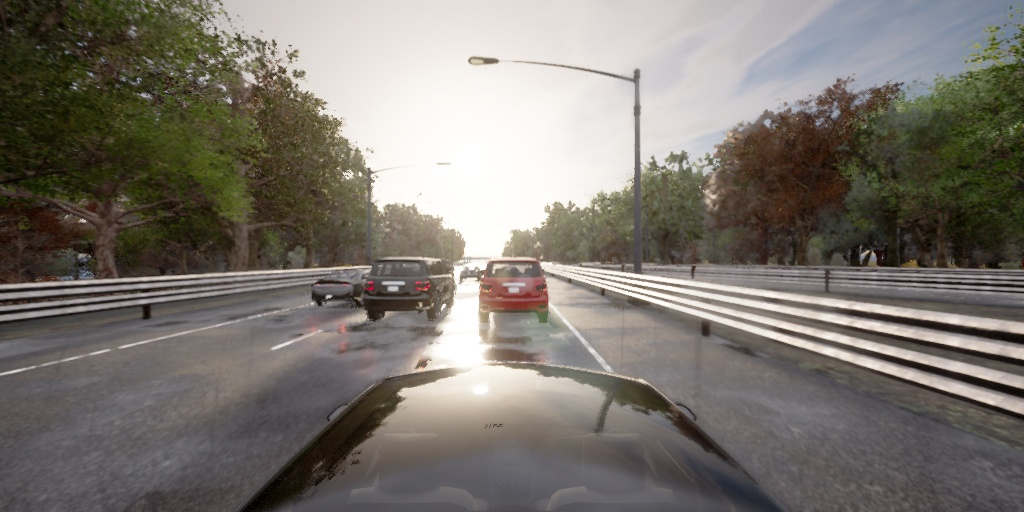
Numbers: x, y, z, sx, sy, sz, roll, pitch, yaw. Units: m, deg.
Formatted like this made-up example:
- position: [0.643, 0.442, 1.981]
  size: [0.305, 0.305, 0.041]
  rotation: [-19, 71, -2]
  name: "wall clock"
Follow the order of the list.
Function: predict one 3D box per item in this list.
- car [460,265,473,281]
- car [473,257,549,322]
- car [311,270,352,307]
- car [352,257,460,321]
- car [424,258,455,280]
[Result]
- position: [-3.769, 1.576, 33.477]
  size: [2.033, 1.411, 5.357]
  rotation: [0, -1, -1]
  name: "car"
- position: [0.038, 1.065, 12.813]
  size: [2.150, 2.045, 5.566]
  rotation: [0, 0, 0]
  name: "car"
- position: [-6.993, 1.363, 16.086]
  size: [2.128, 1.511, 4.902]
  rotation: [0, -1, -1]
  name: "car"
- position: [-3.461, 1.065, 13.070]
  size: [2.150, 2.045, 5.566]
  rotation: [0, -1, 0]
  name: "car"
- position: [-7.348, 1.285, 36.848]
  size: [2.150, 2.045, 5.566]
  rotation: [0, 0, -1]
  name: "car"
